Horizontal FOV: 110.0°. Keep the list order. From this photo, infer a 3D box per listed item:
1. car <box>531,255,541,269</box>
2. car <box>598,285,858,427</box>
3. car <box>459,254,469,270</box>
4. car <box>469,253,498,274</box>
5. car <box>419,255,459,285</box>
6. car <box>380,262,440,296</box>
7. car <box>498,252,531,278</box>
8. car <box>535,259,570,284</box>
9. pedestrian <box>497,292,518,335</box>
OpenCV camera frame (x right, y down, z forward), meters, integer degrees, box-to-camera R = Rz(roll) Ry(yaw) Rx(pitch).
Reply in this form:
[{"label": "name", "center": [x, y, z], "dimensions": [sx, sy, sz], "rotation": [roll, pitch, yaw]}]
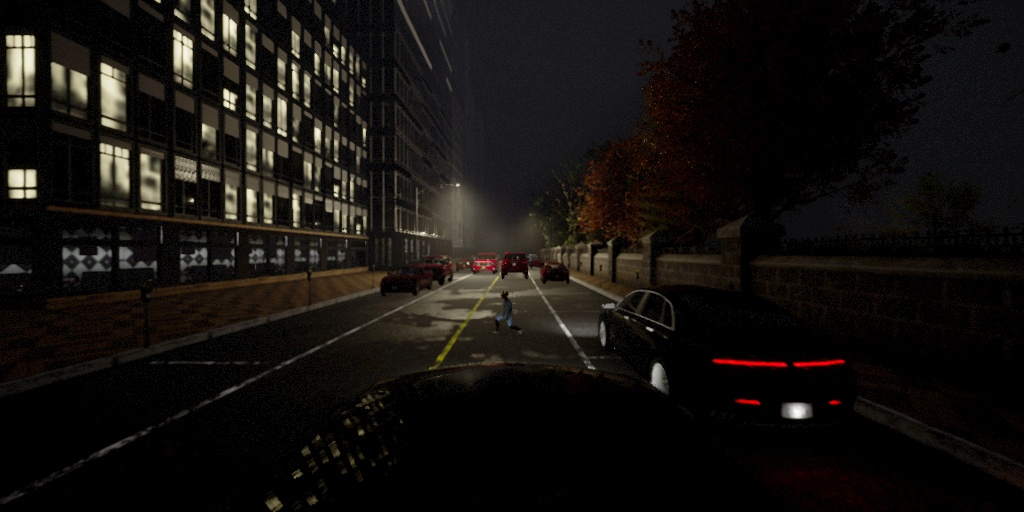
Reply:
[{"label": "car", "center": [3.241, 0.924, 47.085], "dimensions": [1.888, 1.381, 4.507], "rotation": [0, 0, 1]}, {"label": "car", "center": [2.755, 1.221, 5.878], "dimensions": [1.837, 1.490, 4.892], "rotation": [0, 0, 0]}, {"label": "car", "center": [-5.066, 0.744, 40.806], "dimensions": [2.192, 1.841, 5.009], "rotation": [0, 0, 1]}, {"label": "car", "center": [-2.542, 0.694, 35.406], "dimensions": [2.150, 2.045, 5.566], "rotation": [0, 1, 1]}, {"label": "car", "center": [-5.183, 0.882, 23.930], "dimensions": [2.192, 1.841, 5.009], "rotation": [0, 0, 1]}, {"label": "car", "center": [-5.239, 1.158, 18.305], "dimensions": [1.888, 1.381, 4.507], "rotation": [0, 0, 0]}, {"label": "car", "center": [0.293, 0.735, 29.971], "dimensions": [2.150, 2.045, 5.566], "rotation": [0, 0, 3]}, {"label": "car", "center": [2.849, 1.108, 24.526], "dimensions": [1.888, 1.381, 4.507], "rotation": [0, 0, 1]}, {"label": "pedestrian", "center": [-0.107, 0.985, 8.825], "dimensions": [0.375, 1.860, 0.375], "rotation": [0, 1, 0]}]
